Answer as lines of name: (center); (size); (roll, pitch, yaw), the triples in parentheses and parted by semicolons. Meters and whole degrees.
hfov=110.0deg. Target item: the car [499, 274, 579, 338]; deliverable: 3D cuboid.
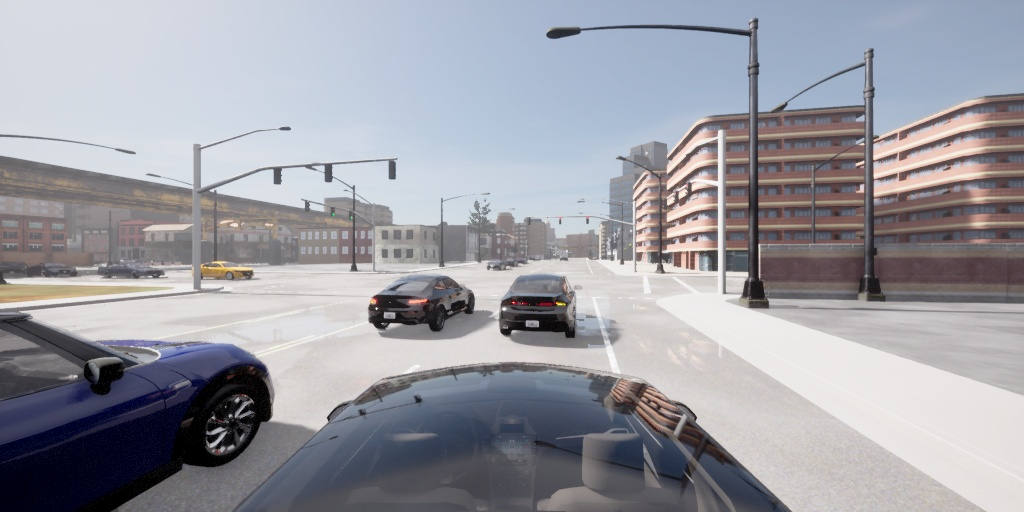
car: (0.906, 1.255, 10.314); (1.837, 1.490, 4.892); (0, 0, 11)

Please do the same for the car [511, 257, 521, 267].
car: (-0.251, 0.957, 57.368); (1.882, 1.535, 5.008); (0, 1, 11)

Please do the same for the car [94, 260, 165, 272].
car: (-34.267, 1.297, 32.211); (5.357, 1.411, 2.033); (0, 0, 9)

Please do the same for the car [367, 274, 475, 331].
car: (-2.540, 1.276, 10.953); (1.812, 1.442, 4.674); (0, 0, 11)

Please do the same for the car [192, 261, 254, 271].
car: (-24.608, 1.228, 30.581); (5.008, 1.535, 1.882); (0, 0, 10)

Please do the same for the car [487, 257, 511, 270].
car: (-2.047, 1.106, 48.090); (2.128, 1.511, 4.902); (0, 1, 11)

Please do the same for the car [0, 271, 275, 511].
car: (-3.858, 1.102, 2.175); (2.097, 1.767, 4.553); (0, 0, 6)

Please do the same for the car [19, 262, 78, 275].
car: (-43.986, 1.314, 34.241); (4.181, 1.385, 1.994); (0, 0, 15)
